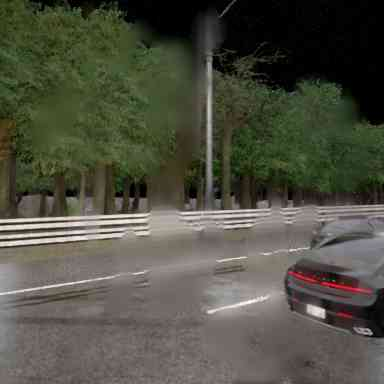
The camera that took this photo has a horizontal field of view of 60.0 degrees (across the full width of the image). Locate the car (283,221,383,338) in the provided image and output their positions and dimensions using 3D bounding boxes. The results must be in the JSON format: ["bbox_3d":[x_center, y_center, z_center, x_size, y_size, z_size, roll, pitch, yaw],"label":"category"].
[{"bbox_3d":[3.829,1.509,6.324,4.892,1.490,1.837,0,0,-35],"label":"car"}]

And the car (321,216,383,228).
[{"bbox_3d":[6.259,1.572,12.182,4.181,1.385,1.994,0,0,-34],"label":"car"}]
